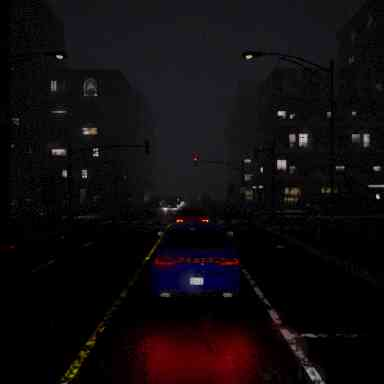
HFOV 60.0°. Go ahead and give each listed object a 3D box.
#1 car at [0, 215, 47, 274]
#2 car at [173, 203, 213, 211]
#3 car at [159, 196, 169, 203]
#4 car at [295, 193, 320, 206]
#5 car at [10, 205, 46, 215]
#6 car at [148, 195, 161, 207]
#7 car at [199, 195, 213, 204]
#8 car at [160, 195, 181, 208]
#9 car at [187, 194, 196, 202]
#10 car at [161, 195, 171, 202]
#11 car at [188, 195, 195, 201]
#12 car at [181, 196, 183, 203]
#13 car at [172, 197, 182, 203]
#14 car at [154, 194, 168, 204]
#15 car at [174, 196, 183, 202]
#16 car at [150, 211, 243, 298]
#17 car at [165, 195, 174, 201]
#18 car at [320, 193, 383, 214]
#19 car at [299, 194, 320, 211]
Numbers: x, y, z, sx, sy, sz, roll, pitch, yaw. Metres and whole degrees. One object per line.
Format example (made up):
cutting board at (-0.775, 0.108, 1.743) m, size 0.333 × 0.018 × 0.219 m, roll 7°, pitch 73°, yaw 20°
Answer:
car at (-5.750, 1.582, 9.759) m, size 1.802 × 1.307 × 4.206 m, roll 0°, pitch 0°, yaw 0°
car at (0.079, 1.526, 17.894) m, size 1.812 × 1.442 × 4.674 m, roll 0°, pitch 0°, yaw 1°
car at (-5.765, 1.550, 68.660) m, size 1.752 × 1.417 × 4.829 m, roll 0°, pitch 0°, yaw 0°
car at (14.519, 1.014, 38.121) m, size 5.009 × 1.841 × 2.192 m, roll -1°, pitch 1°, yaw -1°
car at (-16.709, 1.888, 32.043) m, size 4.718 × 1.301 × 1.895 m, roll -1°, pitch 0°, yaw -1°
car at (-5.746, 1.580, 51.783) m, size 1.947 × 1.339 × 4.313 m, roll 0°, pitch 0°, yaw 0°
car at (2.628, 1.458, 57.476) m, size 1.967 × 1.590 × 4.097 m, roll 0°, pitch 0°, yaw 0°
car at (-3.133, 1.560, 49.154) m, size 2.033 × 1.411 × 5.357 m, roll 0°, pitch 0°, yaw -1°
car at (-0.086, 1.390, 80.501) m, size 2.097 × 1.767 × 4.553 m, roll 0°, pitch 0°, yaw 0°
car at (-5.771, 1.470, 74.513) m, size 1.967 × 1.590 × 4.097 m, roll 0°, pitch 0°, yaw 0°
car at (-0.097, 1.522, 90.366) m, size 1.882 × 1.535 × 5.008 m, roll 0°, pitch 0°, yaw 0°
car at (-3.142, 1.370, 58.636) m, size 2.097 × 1.767 × 4.553 m, roll 0°, pitch 0°, yaw 0°
car at (-3.084, 1.626, 68.144) m, size 1.895 × 1.301 × 4.718 m, roll 0°, pitch 0°, yaw 0°
car at (-5.759, 1.336, 63.148) m, size 2.192 × 1.841 × 5.009 m, roll 0°, pitch 0°, yaw 0°
car at (-3.086, 1.621, 78.483) m, size 1.895 × 1.301 × 4.718 m, roll 0°, pitch 0°, yaw 0°
car at (0.094, 1.477, 8.554) m, size 1.882 × 1.535 × 5.008 m, roll 0°, pitch 0°, yaw 0°
car at (-5.783, 1.480, 85.878) m, size 1.967 × 1.590 × 4.097 m, roll 0°, pitch 0°, yaw 0°
car at (14.663, 1.029, 29.743) m, size 5.009 × 1.841 × 2.192 m, roll -1°, pitch 1°, yaw -1°
car at (14.507, 1.210, 35.550) m, size 4.892 × 1.490 × 1.837 m, roll -1°, pitch 0°, yaw 1°
